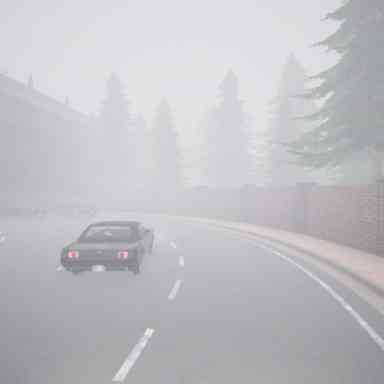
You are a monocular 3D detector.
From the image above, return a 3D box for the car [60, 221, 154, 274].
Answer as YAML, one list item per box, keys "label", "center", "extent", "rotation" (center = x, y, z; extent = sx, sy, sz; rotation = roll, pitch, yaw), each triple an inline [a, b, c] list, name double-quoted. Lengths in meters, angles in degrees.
- label: "car"
  center: [-2.290, 1.555, 10.314]
  extent: [1.895, 1.301, 4.718]
  rotation: [0, 0, -1]

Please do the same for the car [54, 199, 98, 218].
- label: "car"
  center: [-10.294, 1.369, 28.972]
  extent: [4.892, 1.490, 1.837]
  rotation: [1, 0, 33]

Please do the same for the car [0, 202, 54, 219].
- label: "car"
  center: [-13.972, 1.463, 27.276]
  extent: [4.718, 1.301, 1.895]
  rotation: [0, 0, 28]
